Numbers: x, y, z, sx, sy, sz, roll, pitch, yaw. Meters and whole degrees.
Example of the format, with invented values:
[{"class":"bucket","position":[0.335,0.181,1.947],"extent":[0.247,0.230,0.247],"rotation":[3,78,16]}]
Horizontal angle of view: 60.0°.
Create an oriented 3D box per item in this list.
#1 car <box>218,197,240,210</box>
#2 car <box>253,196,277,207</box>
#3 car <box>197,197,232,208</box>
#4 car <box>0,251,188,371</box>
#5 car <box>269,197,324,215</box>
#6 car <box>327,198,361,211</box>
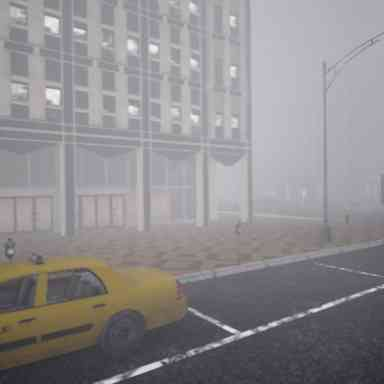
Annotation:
[{"class":"car","position":[4.015,1.475,42.197],"extent":[1.752,1.417,4.829],"rotation":[-1,1,-36]},{"class":"car","position":[10.415,1.255,46.992],"extent":[1.967,1.590,4.097],"rotation":[-1,1,-36]},{"class":"car","position":[3.179,1.445,47.866],"extent":[2.033,1.411,5.357],"rotation":[-1,1,-36]},{"class":"car","position":[-2.352,1.524,4.434],"extent":[4.829,1.417,1.752],"rotation":[0,-1,-35]},{"class":"car","position":[10.432,1.494,33.121],"extent":[1.752,1.417,4.829],"rotation":[-1,1,-36]},{"class":"car","position":[16.949,1.382,37.999],"extent":[2.008,1.369,4.403],"rotation":[-1,1,-36]}]
